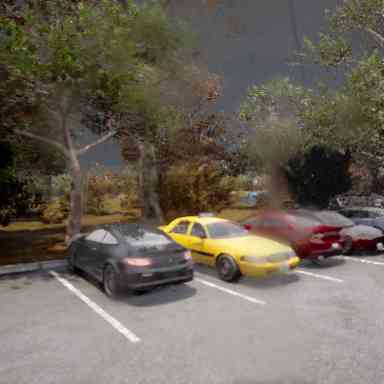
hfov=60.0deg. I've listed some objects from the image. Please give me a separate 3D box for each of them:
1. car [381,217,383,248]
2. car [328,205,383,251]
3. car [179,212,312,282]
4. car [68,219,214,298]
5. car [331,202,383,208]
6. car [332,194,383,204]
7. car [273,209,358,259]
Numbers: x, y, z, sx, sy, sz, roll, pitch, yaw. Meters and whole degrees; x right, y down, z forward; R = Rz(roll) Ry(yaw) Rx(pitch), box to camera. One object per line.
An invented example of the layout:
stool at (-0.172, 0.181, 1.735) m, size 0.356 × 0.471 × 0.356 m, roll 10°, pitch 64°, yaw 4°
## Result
car at (7.495, 1.427, 9.026) m, size 4.902 × 1.511 × 2.128 m, roll 0°, pitch 0°, yaw -35°
car at (5.070, 1.443, 13.391) m, size 2.163 × 1.488 × 4.792 m, roll 0°, pitch 0°, yaw -36°
car at (0.626, 1.442, 10.027) m, size 1.946 × 1.575 × 5.366 m, roll 0°, pitch 0°, yaw -35°
car at (-1.747, 1.501, 8.559) m, size 2.002 × 1.452 × 4.674 m, roll 0°, pitch 0°, yaw -35°
car at (7.303, 1.427, 15.056) m, size 2.163 × 1.488 × 4.792 m, roll 0°, pitch 0°, yaw -36°
car at (9.600, 1.131, 16.626) m, size 2.435 × 2.045 × 5.566 m, roll 0°, pitch 0°, yaw -36°
car at (2.789, 1.429, 11.792) m, size 2.097 × 1.535 × 5.008 m, roll 0°, pitch 0°, yaw -36°
